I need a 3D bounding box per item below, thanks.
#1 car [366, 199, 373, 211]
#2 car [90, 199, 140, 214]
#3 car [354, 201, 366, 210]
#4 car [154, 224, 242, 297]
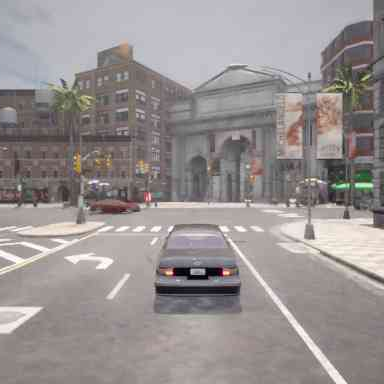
[{"bbox_3d":[22.701,1.526,37.490,4.674,1.442,1.812,0,0,1],"label":"car"},{"bbox_3d":[-7.845,1.477,34.103,5.008,1.535,1.882,0,0,1],"label":"car"},{"bbox_3d":[22.274,1.564,40.989,4.181,1.385,1.994,0,0,0],"label":"car"},{"bbox_3d":[0.110,1.547,8.762,2.033,1.411,5.357,0,0,0],"label":"car"}]
